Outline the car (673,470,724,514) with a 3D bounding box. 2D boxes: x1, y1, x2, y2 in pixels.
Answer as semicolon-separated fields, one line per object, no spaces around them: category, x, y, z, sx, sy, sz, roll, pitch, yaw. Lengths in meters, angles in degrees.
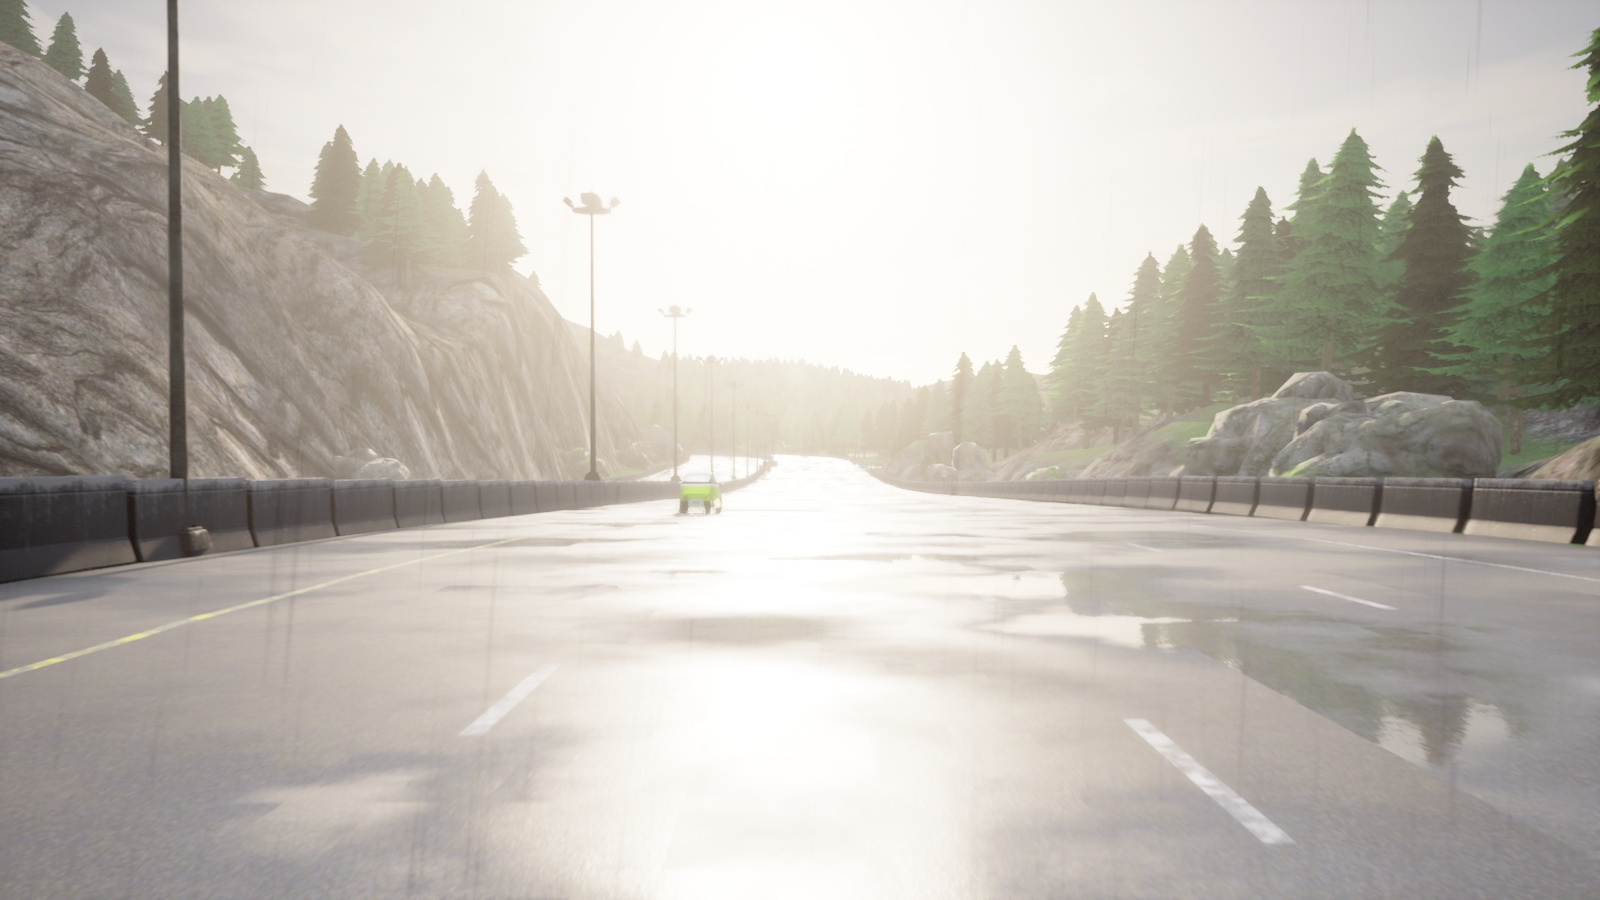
car;-3.253;1.345;40.512;1.481;1.376;2.207;0;-1;0
